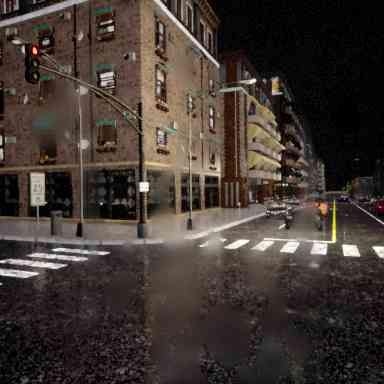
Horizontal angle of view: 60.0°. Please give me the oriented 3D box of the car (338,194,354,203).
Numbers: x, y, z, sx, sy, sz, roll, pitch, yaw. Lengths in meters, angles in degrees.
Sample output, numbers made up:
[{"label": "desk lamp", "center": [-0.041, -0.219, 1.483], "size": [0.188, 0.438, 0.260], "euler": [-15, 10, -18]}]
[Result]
[{"label": "car", "center": [26.941, 1.277, 58.863], "size": [1.994, 1.385, 4.181], "euler": [0, 0, 23]}]

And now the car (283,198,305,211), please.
[{"label": "car", "center": [11.751, 1.397, 38.133], "size": [2.008, 1.369, 4.403], "euler": [-1, 0, 23]}]

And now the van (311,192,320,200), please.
[{"label": "van", "center": [29.698, 1.036, 80.022], "size": [1.690, 1.788, 3.998], "euler": [-1, 0, 23]}]

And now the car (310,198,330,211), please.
[{"label": "car", "center": [14.759, 1.384, 38.308], "size": [1.994, 1.385, 4.181], "euler": [0, 0, 23]}]

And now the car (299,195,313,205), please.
[{"label": "car", "center": [18.415, 1.310, 53.685], "size": [1.752, 1.417, 4.829], "euler": [-1, 0, 23]}]

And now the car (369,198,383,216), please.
[{"label": "car", "center": [17.214, 1.386, 29.607], "size": [1.802, 1.307, 4.206], "euler": [-1, 0, 23]}]

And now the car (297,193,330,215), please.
[{"label": "car", "center": [10.747, 1.212, 29.148], "size": [2.097, 1.767, 4.553], "euler": [0, 0, 23]}]

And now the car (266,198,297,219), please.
[{"label": "car", "center": [7.262, 1.442, 27.660], "size": [2.008, 1.369, 4.403], "euler": [-1, 0, 23]}]

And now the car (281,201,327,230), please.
[{"label": "car", "center": [6.871, 1.464, 20.149], "size": [1.994, 1.385, 4.181], "euler": [0, 0, 23]}]

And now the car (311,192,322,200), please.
[{"label": "car", "center": [31.940, 0.995, 85.256], "size": [2.192, 1.841, 5.009], "euler": [-1, 0, 23]}]

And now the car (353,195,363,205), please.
[{"label": "car", "center": [26.190, 1.271, 50.551], "size": [2.008, 1.369, 4.403], "euler": [-1, 0, 23]}]

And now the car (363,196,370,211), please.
[{"label": "car", "center": [19.458, 1.333, 34.843], "size": [2.008, 1.369, 4.403], "euler": [-1, 0, 23]}]
